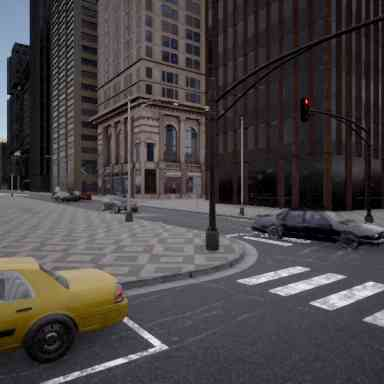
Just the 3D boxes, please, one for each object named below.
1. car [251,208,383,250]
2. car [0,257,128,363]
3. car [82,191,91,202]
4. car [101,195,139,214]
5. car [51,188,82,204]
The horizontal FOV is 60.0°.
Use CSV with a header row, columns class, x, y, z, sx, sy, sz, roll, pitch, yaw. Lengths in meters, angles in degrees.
class,x,y,z,sx,sy,sz,roll,pitch,yaw
car,5.121,1.404,13.943,5.357,1.411,2.033,1,1,43
car,-3.276,1.526,4.312,4.829,1.417,1.752,0,0,-35
car,-15.982,0.576,47.488,1.882,1.535,5.008,0,1,-35
car,-6.230,1.003,28.462,1.837,1.490,4.892,0,1,-36
car,-16.027,0.656,42.189,1.882,1.535,5.008,0,1,-35
